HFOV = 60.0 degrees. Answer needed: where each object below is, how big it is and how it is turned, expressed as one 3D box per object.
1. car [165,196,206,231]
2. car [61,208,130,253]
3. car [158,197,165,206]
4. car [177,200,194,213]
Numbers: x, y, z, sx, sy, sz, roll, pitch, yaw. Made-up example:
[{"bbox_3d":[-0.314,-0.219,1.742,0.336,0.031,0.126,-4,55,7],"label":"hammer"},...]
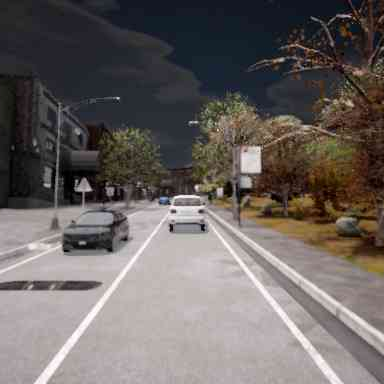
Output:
[{"bbox_3d":[-0.322,1.251,21.162,2.150,2.045,5.566,0,0,-1],"label":"car"},{"bbox_3d":[-3.862,1.500,14.055,1.882,1.535,5.008,0,0,-1],"label":"car"},{"bbox_3d":[-4.782,1.555,57.317,1.882,1.535,5.008,0,0,-1],"label":"car"},{"bbox_3d":[-0.735,1.654,39.611,1.895,1.301,4.718,0,0,-1],"label":"car"}]
